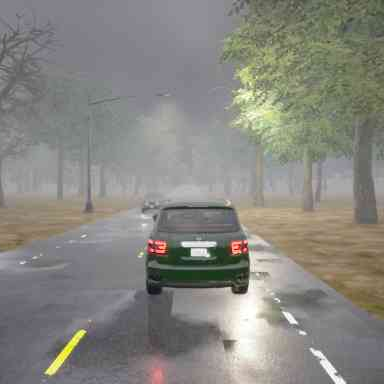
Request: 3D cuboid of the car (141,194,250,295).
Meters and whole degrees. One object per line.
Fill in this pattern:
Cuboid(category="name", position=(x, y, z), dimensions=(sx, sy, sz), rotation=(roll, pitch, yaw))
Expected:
Cuboid(category="car", position=(0.091, 1.188, 8.806), dimensions=(2.150, 2.045, 5.566), rotation=(0, 0, -1))

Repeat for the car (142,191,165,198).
Cuboid(category="car", position=(-3.664, 0.973, 33.097), dimensions=(2.150, 2.045, 5.566), rotation=(0, 1, 0))

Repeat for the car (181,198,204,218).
Cuboid(category="car", position=(0.032, 1.327, 28.287), dimensions=(1.812, 1.442, 4.674), rotation=(0, 0, 0))
